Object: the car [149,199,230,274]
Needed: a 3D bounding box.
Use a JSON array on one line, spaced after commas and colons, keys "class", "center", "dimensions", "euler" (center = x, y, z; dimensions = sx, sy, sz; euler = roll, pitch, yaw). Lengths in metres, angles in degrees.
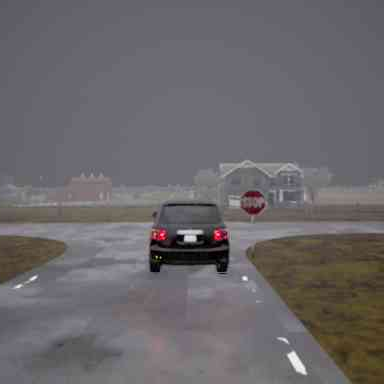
[{"class": "car", "center": [-0.147, 1.223, 10.776], "dimensions": [2.150, 2.045, 5.566], "euler": [0, 0, -2]}]
